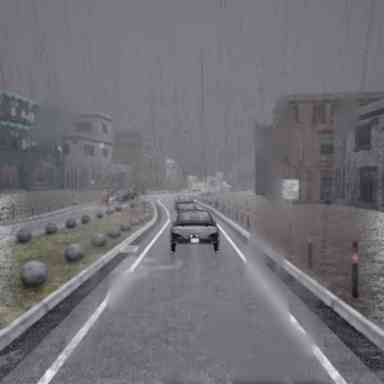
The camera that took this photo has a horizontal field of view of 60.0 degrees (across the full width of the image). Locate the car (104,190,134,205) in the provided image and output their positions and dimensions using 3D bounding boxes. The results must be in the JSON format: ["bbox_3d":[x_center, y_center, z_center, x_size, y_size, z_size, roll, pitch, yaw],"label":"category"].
[{"bbox_3d":[-8.282,0.548,38.093,2.128,1.511,4.902,0,4,13],"label":"car"}]

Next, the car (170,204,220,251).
[{"bbox_3d":[0.098,1.476,14.088,2.128,1.511,4.902,0,0,0],"label":"car"}]

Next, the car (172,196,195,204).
[{"bbox_3d":[-0.761,1.085,31.102,2.128,1.511,4.902,0,5,-8],"label":"car"}]
